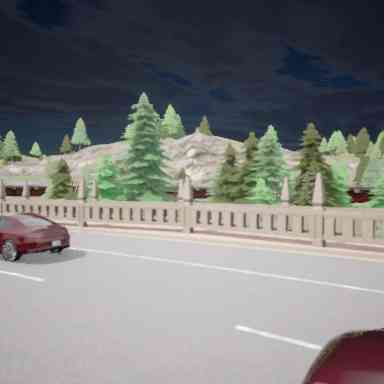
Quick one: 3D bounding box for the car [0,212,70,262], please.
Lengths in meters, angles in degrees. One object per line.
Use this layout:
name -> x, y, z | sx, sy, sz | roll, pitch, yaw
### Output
car -> -6.302, 1.442, 11.624 | 4.674, 1.442, 1.812 | 0, 0, 29

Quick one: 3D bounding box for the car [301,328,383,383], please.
car -> 2.714, 1.559, 1.852 | 4.181, 1.385, 1.994 | 0, 0, 36
